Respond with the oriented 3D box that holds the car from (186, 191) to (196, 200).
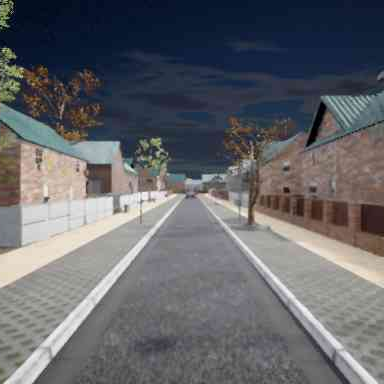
[{"bbox_3d":[-0.258,0.543,68.253,2.097,1.767,4.553,0,1,0],"label":"car"}]
